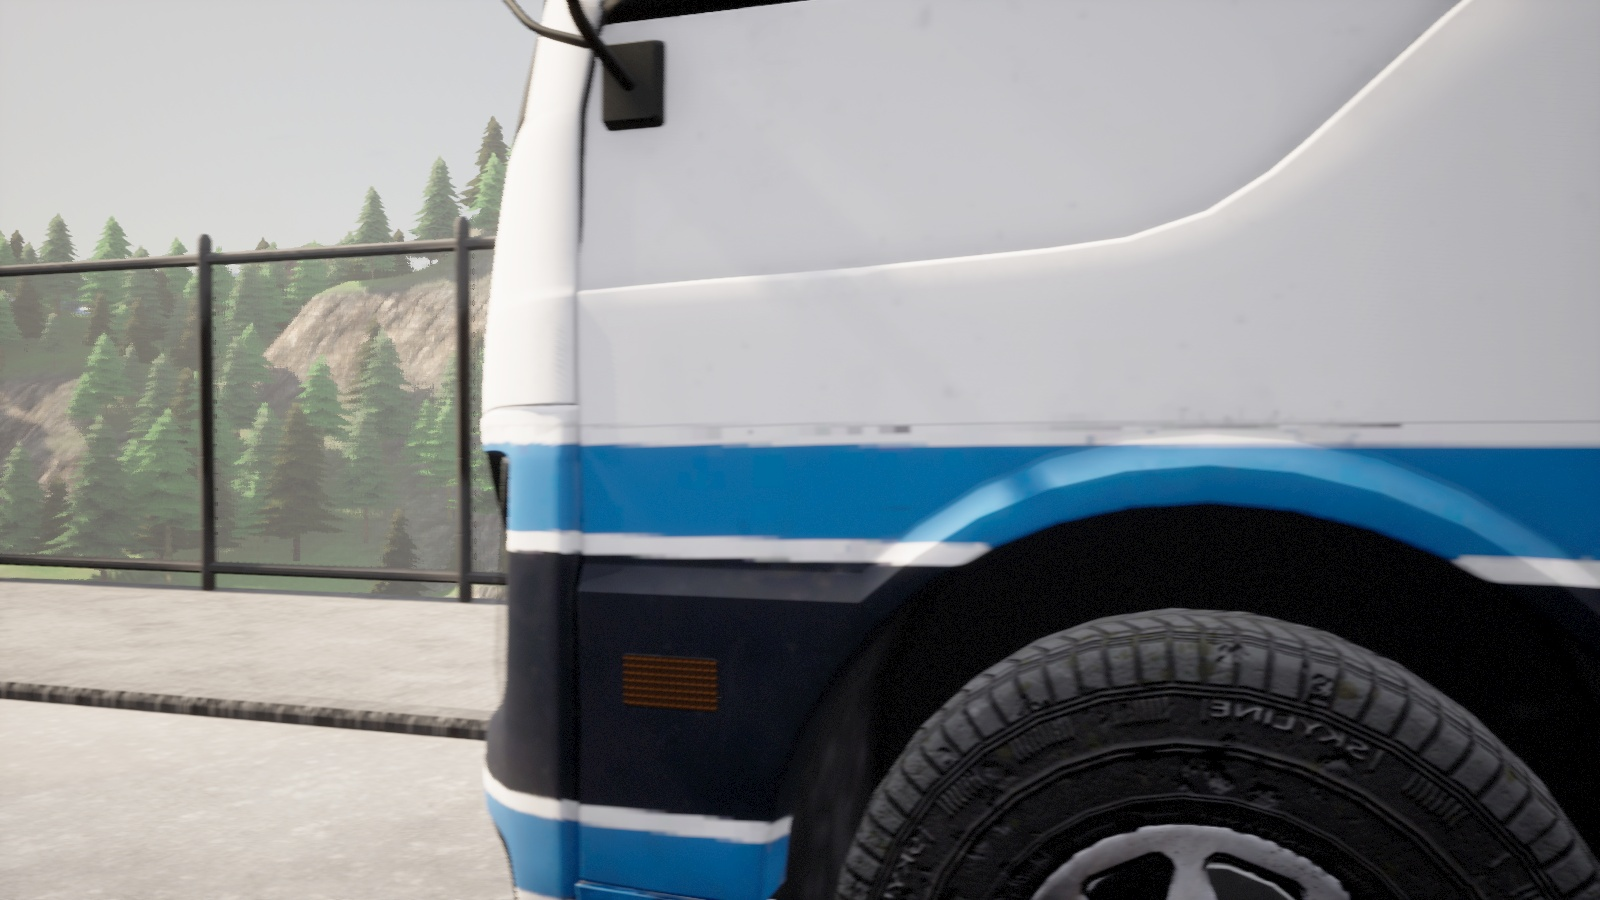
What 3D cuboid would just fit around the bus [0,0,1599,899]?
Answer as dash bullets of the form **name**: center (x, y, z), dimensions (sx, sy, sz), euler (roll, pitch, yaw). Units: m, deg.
- **bus**: center (3.880, -0.574, 2.395), dimensions (10.273, 4.253, 3.944), euler (1, 1, 19)
